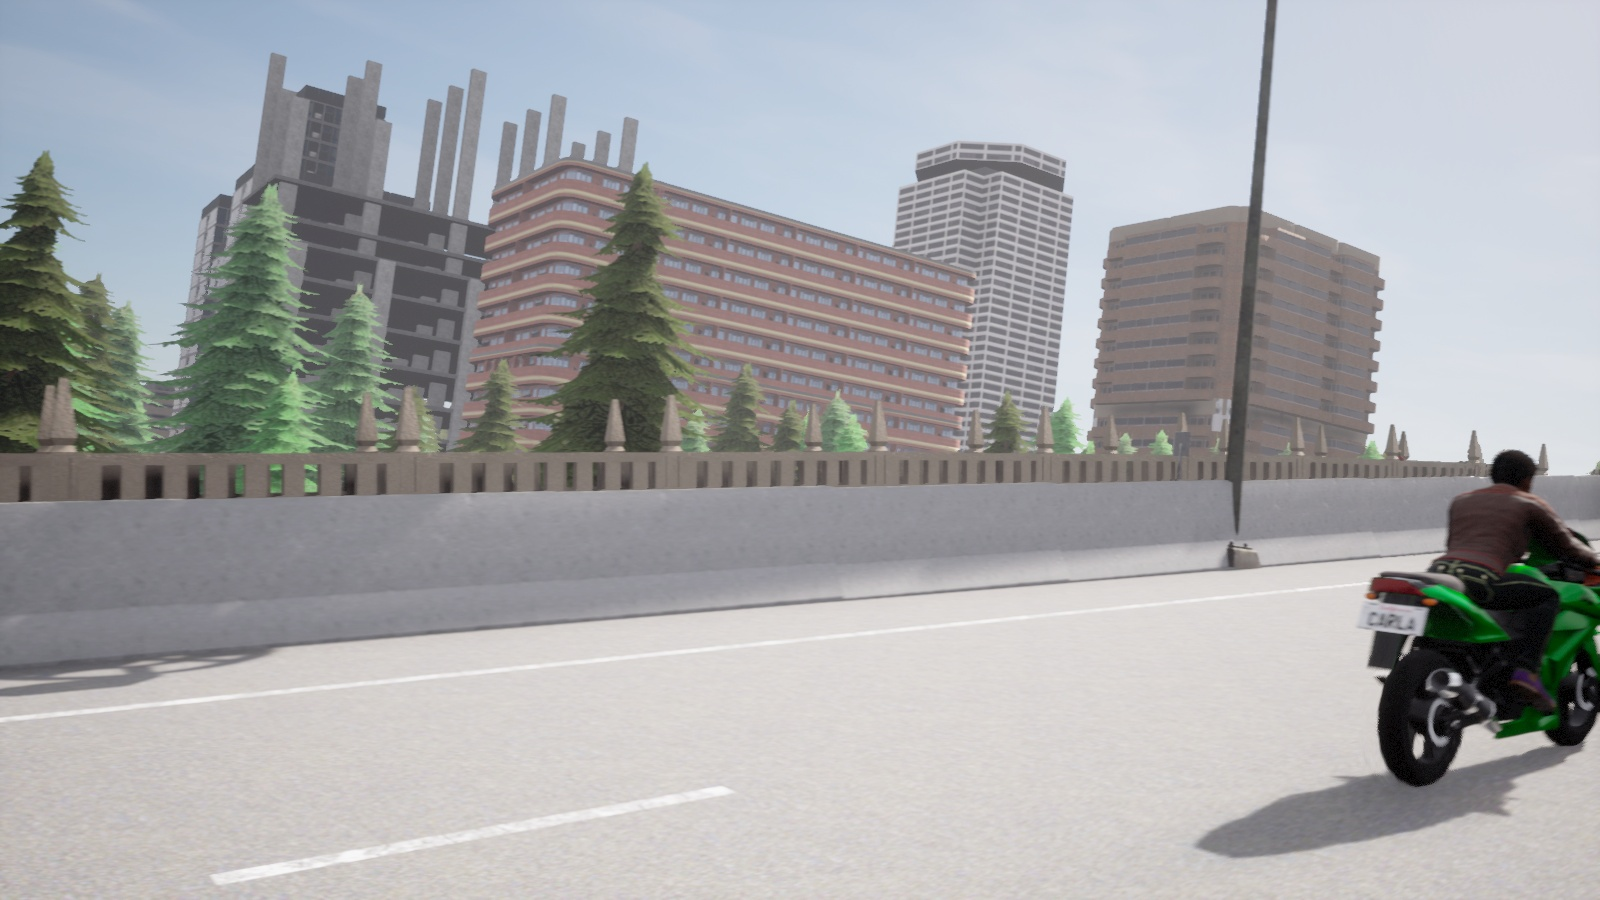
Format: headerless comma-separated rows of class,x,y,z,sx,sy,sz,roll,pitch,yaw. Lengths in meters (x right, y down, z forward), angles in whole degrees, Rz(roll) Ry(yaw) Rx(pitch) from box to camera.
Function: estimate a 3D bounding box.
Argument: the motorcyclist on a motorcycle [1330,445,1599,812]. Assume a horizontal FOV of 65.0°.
motorcyclist on a motorcycle,3.547,0.747,6.127,2.044,1.523,0.797,0,0,-35
